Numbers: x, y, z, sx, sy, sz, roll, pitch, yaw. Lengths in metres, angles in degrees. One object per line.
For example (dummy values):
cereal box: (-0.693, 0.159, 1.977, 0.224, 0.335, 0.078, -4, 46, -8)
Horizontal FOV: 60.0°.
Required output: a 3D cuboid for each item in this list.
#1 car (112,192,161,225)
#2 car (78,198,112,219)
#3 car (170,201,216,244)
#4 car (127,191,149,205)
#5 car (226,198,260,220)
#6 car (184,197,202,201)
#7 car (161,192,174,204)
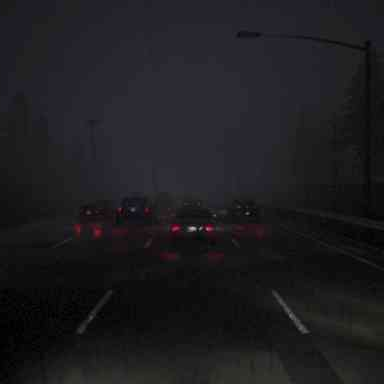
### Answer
car: (-3.402, 1.043, 21.287, 2.097, 1.767, 4.553, 0, 1, 0)
car: (-6.903, 1.171, 24.507, 1.812, 1.442, 4.674, 0, 1, 0)
car: (0.087, 1.337, 14.485, 2.033, 1.411, 5.357, 0, 1, 2)
car: (-6.913, 0.730, 43.101, 2.097, 1.767, 4.553, 0, 1, 0)
car: (3.597, 1.146, 23.950, 2.128, 1.511, 4.902, 0, 1, 0)
car: (0.052, 1.121, 33.240, 1.895, 1.301, 4.718, 0, 1, 0)
car: (-3.415, 0.752, 41.565, 2.097, 1.767, 4.553, 0, 1, 0)
